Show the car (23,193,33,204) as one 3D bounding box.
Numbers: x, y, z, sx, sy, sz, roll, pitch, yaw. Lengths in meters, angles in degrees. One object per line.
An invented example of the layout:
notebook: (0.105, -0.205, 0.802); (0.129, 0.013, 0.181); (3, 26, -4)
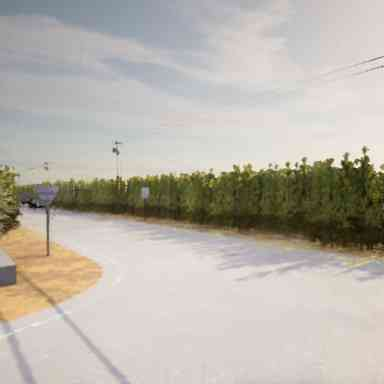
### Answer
car: (-25.660, 1.218, 51.003); (2.150, 2.045, 5.566); (-1, 1, -36)

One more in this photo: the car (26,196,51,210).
car: (-19.571, 1.600, 42.713); (1.895, 1.301, 4.718); (-1, 1, -35)
